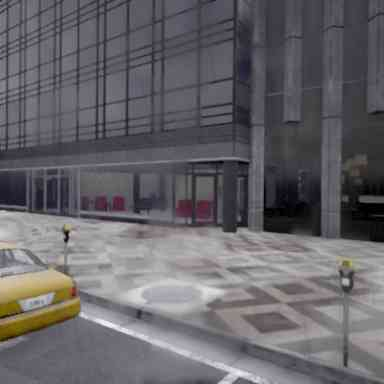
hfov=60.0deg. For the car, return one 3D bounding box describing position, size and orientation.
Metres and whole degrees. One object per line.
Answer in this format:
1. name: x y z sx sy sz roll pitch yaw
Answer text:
1. car: -3.956 1.411 5.907 4.829 1.417 1.752 2 1 37
